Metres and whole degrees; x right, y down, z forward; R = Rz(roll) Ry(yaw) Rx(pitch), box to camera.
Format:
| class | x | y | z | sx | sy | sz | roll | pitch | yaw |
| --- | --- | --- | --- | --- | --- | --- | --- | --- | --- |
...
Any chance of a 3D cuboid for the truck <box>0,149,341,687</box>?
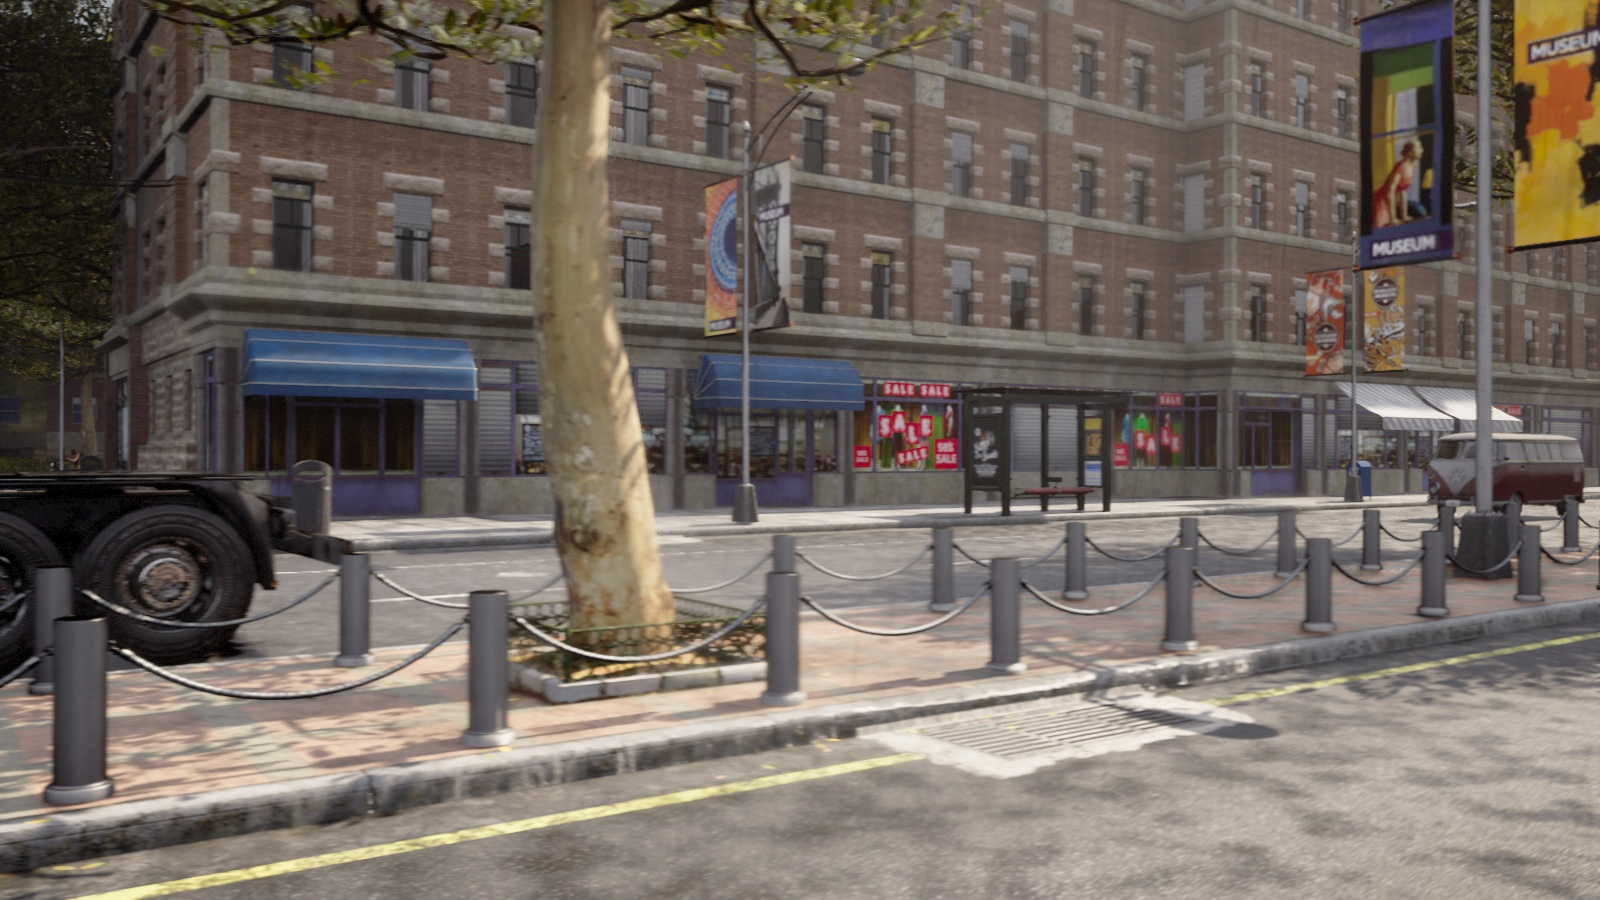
| class | x | y | z | sx | sy | sz | roll | pitch | yaw |
| --- | --- | --- | --- | --- | --- | --- | --- | --- | --- |
| truck | -7.476 | -0.201 | 8.206 | 7.936 | 3.462 | 2.891 | 0 | 0 | -35 |

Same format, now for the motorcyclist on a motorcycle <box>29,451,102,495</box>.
| class | x | y | z | sx | sy | sz | roll | pitch | yaw |
| --- | --- | --- | --- | --- | --- | --- | --- | --- | --- |
| motorcyclist on a motorcycle | -28.351 | 0.874 | 48.495 | 2.350 | 1.649 | 0.766 | 0 | 0 | -36 |

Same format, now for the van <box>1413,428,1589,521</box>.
| class | x | y | z | sx | sy | sz | roll | pitch | yaw |
| --- | --- | --- | --- | --- | --- | --- | --- | --- | --- |
| van | 16.191 | 0.534 | 28.941 | 4.442 | 1.987 | 1.775 | 0 | 0 | -35 |
